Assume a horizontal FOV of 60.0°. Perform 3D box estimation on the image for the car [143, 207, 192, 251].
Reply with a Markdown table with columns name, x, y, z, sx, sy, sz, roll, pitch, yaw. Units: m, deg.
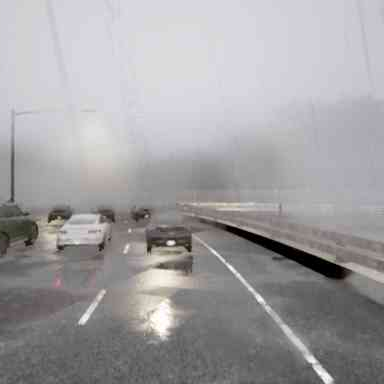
| name | x | y | z | sx | sy | sz | roll | pitch | yaw |
| --- | --- | --- | --- | --- | --- | --- | --- | --- | --- |
| car | -1.142 | 1.664 | 14.871 | 1.837 | 1.490 | 4.892 | 0 | 0 | -8 |

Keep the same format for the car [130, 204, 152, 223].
| name | x | y | z | sx | sy | sz | roll | pitch | yaw |
| --- | --- | --- | --- | --- | --- | --- | --- | --- | --- |
| car | -4.554 | 1.832 | 30.721 | 1.837 | 1.490 | 4.892 | 0 | 0 | -17 |

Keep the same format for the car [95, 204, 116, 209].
| name | x | y | z | sx | sy | sz | roll | pitch | yaw |
| --- | --- | --- | --- | --- | --- | --- | --- | --- | --- |
| car | -7.937 | 1.826 | 29.824 | 1.837 | 1.490 | 4.892 | 0 | 0 | -17 |

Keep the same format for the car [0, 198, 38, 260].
| name | x | y | z | sx | sy | sz | roll | pitch | yaw |
| --- | --- | --- | --- | --- | --- | --- | --- | --- | --- |
| car | -7.943 | 1.370 | 13.102 | 2.150 | 2.045 | 5.566 | 0 | 0 | -8 |

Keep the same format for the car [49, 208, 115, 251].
| name | x | y | z | sx | sy | sz | roll | pitch | yaw |
| --- | --- | --- | --- | --- | --- | --- | --- | --- | --- |
| car | -4.676 | 1.685 | 14.833 | 1.812 | 1.442 | 4.674 | 0 | 0 | -9 |

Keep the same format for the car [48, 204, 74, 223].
| name | x | y | z | sx | sy | sz | roll | pitch | yaw |
| --- | --- | --- | --- | --- | --- | --- | --- | --- | --- |
| car | -11.308 | 1.819 | 28.887 | 1.837 | 1.490 | 4.892 | 0 | 0 | -17 |
